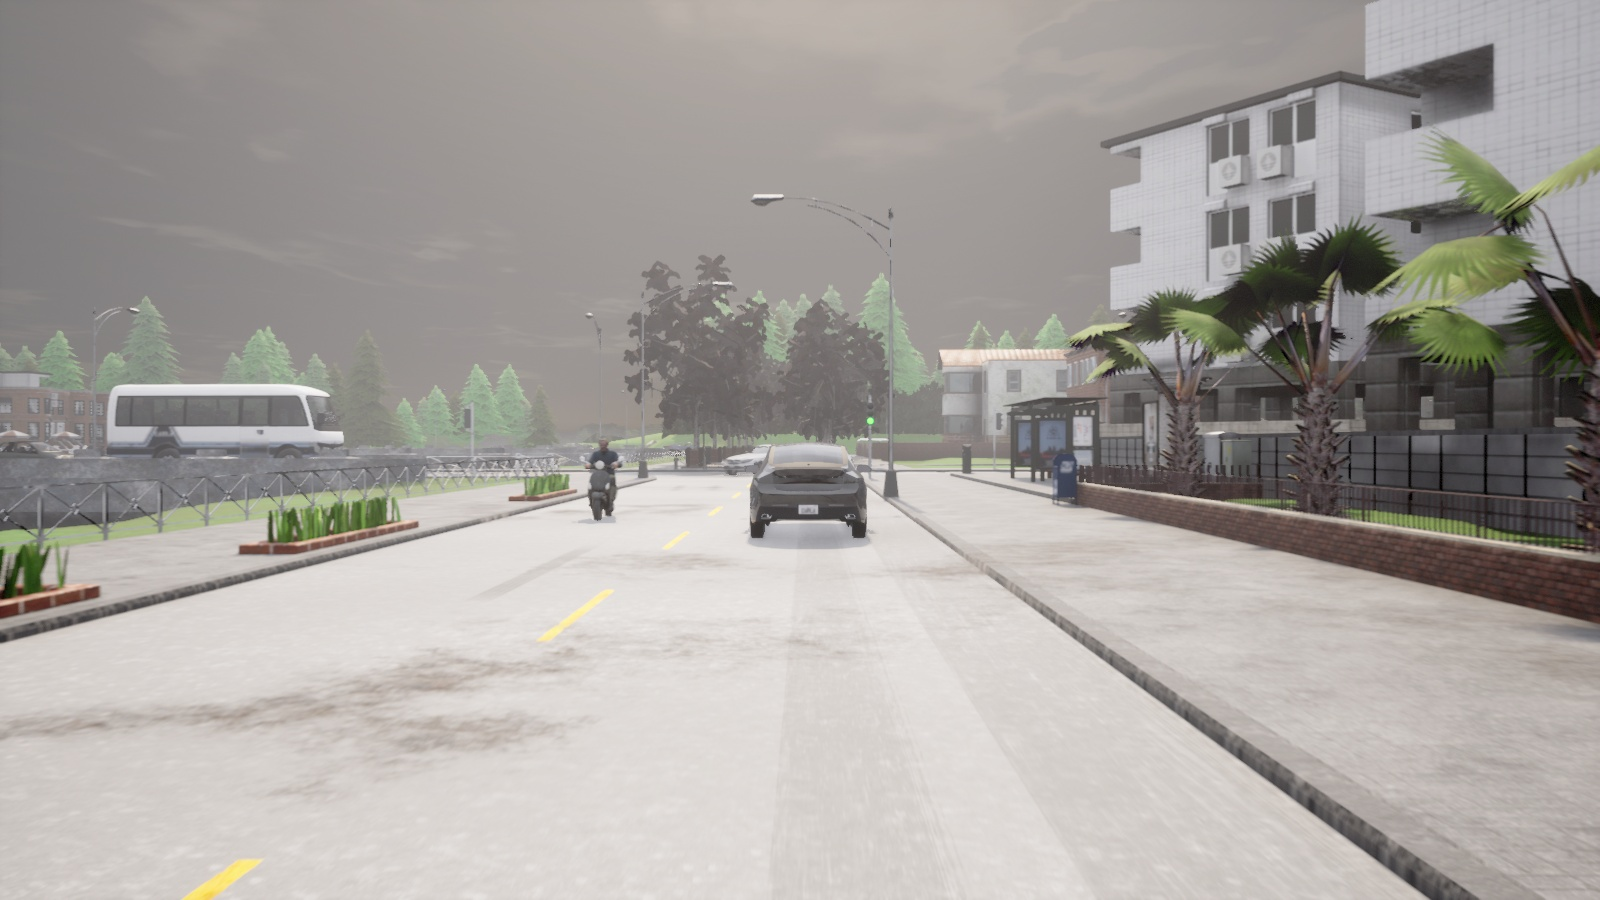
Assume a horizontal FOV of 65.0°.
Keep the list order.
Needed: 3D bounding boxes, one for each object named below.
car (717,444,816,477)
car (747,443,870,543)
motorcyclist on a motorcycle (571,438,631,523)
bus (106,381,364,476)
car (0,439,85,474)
[{"bbox_3d":[-1.500,0.446,57.622,1.812,1.442,4.674,0,0,43],"label":"car"},{"bbox_3d":[0.138,0.632,21.256,1.837,1.490,4.892,0,0,0],"label":"car"},{"bbox_3d":[-3.845,0.559,24.425,0.866,1.590,1.817,0,0,0],"label":"motorcyclist on a motorcycle"},{"bbox_3d":[-26.159,-0.981,58.542,10.273,4.253,3.944,0,0,2],"label":"bus"},{"bbox_3d":[-35.852,0.286,58.569,3.988,1.617,1.851,0,0,2],"label":"car"}]
